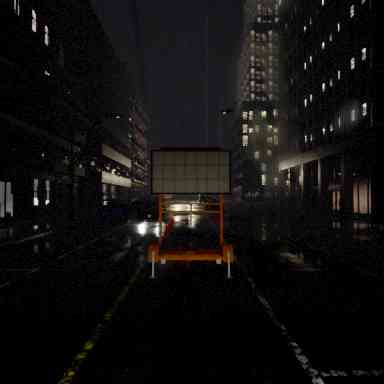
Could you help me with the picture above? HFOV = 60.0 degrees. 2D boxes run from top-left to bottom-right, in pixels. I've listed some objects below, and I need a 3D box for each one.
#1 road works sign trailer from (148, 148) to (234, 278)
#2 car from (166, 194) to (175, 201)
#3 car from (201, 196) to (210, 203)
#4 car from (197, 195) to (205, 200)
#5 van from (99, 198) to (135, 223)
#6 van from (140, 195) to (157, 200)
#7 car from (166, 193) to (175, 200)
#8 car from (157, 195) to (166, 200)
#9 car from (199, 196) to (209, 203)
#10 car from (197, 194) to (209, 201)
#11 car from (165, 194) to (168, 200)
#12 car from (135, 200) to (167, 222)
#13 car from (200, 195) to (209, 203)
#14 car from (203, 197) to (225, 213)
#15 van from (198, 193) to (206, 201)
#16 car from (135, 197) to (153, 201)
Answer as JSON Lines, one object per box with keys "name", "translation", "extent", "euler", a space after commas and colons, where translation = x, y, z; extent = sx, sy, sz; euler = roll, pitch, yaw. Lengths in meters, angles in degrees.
{"name": "road works sign trailer", "translation": [-0.029, 0.465, 10.112], "extent": [2.380, 3.560, 2.880], "euler": [0, 0, 0]}
{"name": "car", "translation": [-5.907, 1.231, 82.181], "extent": [2.192, 1.841, 5.009], "euler": [1, 0, 0]}
{"name": "car", "translation": [2.583, 1.530, 42.197], "extent": [2.008, 1.369, 4.403], "euler": [1, 0, 0]}
{"name": "car", "translation": [2.429, 1.470, 87.782], "extent": [1.947, 1.339, 4.313], "euler": [1, 0, 0]}
{"name": "van", "translation": [-5.744, 1.334, 25.192], "extent": [1.690, 1.788, 3.998], "euler": [1, 0, 0]}
{"name": "van", "translation": [-5.793, 1.320, 42.290], "extent": [1.690, 1.788, 3.998], "euler": [1, 0, 0]}
{"name": "car", "translation": [-5.939, 1.207, 93.577], "extent": [2.192, 1.841, 5.009], "euler": [1, 0, 0]}
{"name": "car", "translation": [-5.830, 1.515, 53.687], "extent": [2.008, 1.369, 4.403], "euler": [1, 0, 0]}
{"name": "car", "translation": [2.502, 1.487, 70.688], "extent": [2.008, 1.369, 4.403], "euler": [1, 0, 0]}
{"name": "car", "translation": [2.523, 1.261, 64.990], "extent": [2.192, 1.841, 5.009], "euler": [1, 0, 0]}
{"name": "car", "translation": [-5.847, 1.538, 59.385], "extent": [1.802, 1.307, 4.206], "euler": [1, 0, 0]}
{"name": "car", "translation": [-3.075, 1.556, 26.040], "extent": [1.994, 1.385, 4.181], "euler": [0, 0, 0]}
{"name": "car", "translation": [2.568, 1.517, 47.896], "extent": [1.887, 1.381, 4.507], "euler": [1, 0, 0]}
{"name": "car", "translation": [2.600, 1.536, 36.500], "extent": [2.008, 1.369, 4.403], "euler": [1, 0, 0]}
{"name": "van", "translation": [2.483, 1.257, 82.084], "extent": [1.690, 1.788, 3.998], "euler": [1, 0, 0]}
{"name": "car", "translation": [-5.781, 1.551, 36.593], "extent": [1.947, 1.339, 4.313], "euler": [1, 0, 0]}
